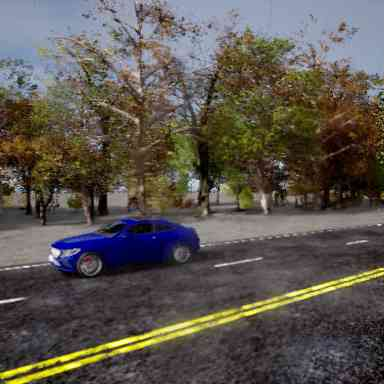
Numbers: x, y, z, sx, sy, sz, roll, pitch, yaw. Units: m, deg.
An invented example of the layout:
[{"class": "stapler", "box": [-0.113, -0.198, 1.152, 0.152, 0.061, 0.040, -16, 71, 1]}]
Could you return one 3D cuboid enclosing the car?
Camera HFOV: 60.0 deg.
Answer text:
[{"class": "car", "box": [-1.871, 1.523, 10.274, 4.674, 1.442, 1.812, 0, 0, -35]}]
